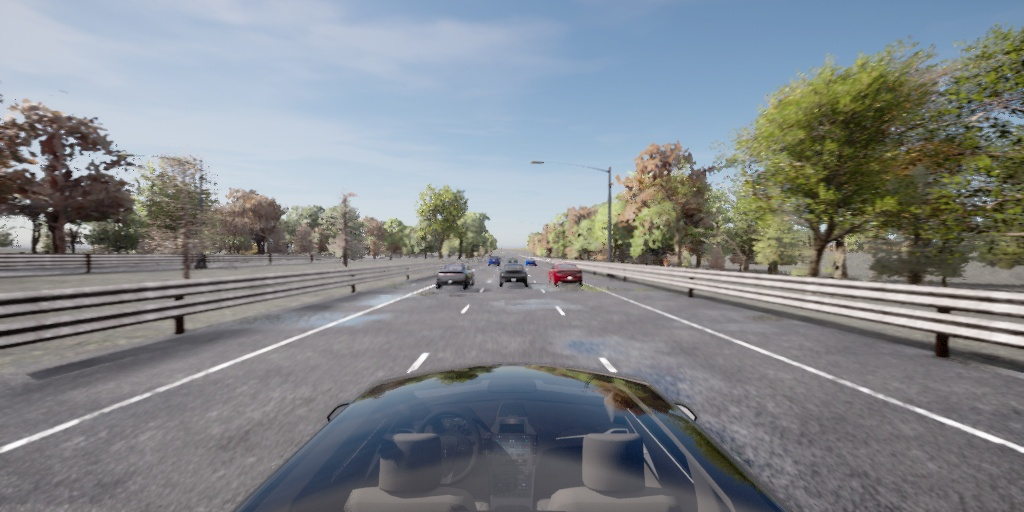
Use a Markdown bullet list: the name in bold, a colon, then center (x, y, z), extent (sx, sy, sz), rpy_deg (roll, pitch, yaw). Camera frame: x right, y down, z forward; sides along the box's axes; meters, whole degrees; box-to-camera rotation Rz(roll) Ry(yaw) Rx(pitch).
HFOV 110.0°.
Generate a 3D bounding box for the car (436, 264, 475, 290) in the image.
- **car**: center (-3.394, 1.233, 22.196), extent (2.128, 1.511, 4.902), rpy_deg (0, 0, 0)

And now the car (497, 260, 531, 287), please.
- **car**: center (0.105, 1.244, 24.657), extent (1.837, 1.490, 4.892), rpy_deg (0, 0, 0)

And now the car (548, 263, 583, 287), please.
- **car**: center (3.606, 1.216, 24.811), extent (1.882, 1.535, 5.008), rpy_deg (0, 0, 0)
